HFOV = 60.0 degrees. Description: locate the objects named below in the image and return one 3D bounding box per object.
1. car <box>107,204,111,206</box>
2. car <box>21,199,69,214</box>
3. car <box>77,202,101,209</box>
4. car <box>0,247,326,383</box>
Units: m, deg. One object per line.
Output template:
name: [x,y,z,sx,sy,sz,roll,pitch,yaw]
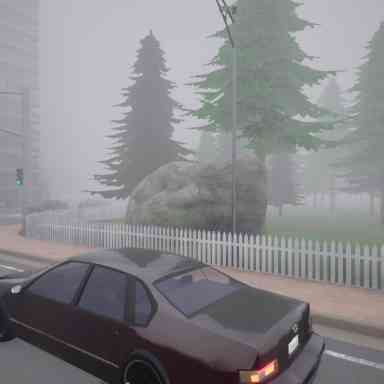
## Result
car: [-14.333,1.296,54.215,2.097,1.767,4.553,0,0,-12]
car: [-15.252,1.492,34.937,2.033,1.411,5.357,0,0,17]
car: [-13.586,1.545,44.429,1.895,1.301,4.718,0,0,3]
car: [-1.046,1.547,4.736,5.357,1.411,2.033,0,0,35]
